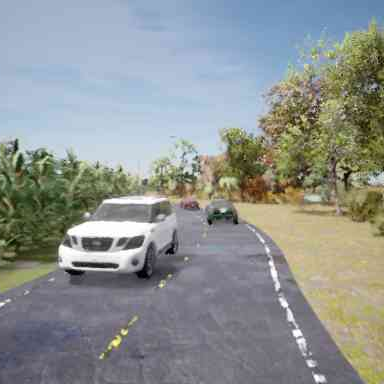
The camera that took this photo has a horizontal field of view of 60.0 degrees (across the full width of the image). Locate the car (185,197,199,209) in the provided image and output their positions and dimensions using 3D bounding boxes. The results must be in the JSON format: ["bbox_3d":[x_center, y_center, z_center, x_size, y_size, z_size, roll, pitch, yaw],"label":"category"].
[{"bbox_3d":[-0.361,1.388,41.483,1.812,1.442,4.674,0,0,-12],"label":"car"}]

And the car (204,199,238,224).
[{"bbox_3d":[2.050,1.304,24.385,2.097,1.767,4.553,0,0,-1],"label":"car"}]

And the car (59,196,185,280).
[{"bbox_3d":[-1.842,1.176,10.322,2.150,2.045,5.566,1,0,8],"label":"car"}]
